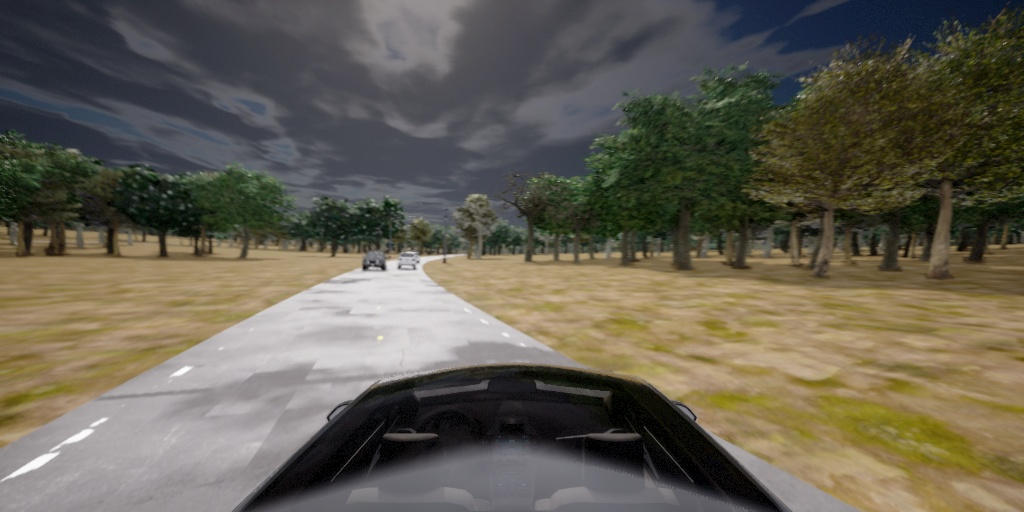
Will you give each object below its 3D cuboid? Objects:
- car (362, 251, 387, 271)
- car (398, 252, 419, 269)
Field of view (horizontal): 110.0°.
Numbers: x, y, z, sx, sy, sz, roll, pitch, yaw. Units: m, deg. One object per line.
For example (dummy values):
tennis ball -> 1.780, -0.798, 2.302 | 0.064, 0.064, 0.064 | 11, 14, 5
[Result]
car -> -14.603, 0.519, 38.352 | 2.150, 2.045, 5.566 | 2, 0, -16
car -> -13.316, 0.533, 45.749 | 2.150, 2.045, 5.566 | 2, 0, -15
